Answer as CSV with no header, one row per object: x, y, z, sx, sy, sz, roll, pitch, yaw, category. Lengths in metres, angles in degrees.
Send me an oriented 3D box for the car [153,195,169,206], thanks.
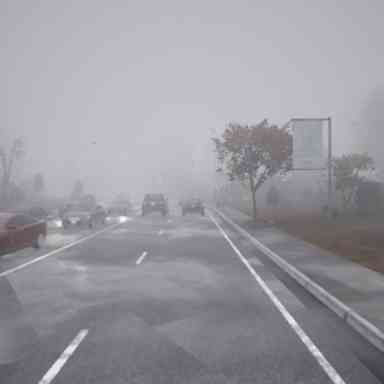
-4.577,1.185,48.114,2.128,1.511,4.902,0,1,-8,car

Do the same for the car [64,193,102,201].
-10.513,1.173,31.170,2.150,2.045,5.566,0,1,0,car

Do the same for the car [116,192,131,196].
-13.450,0.725,65.323,2.097,1.767,4.553,0,1,-27,car

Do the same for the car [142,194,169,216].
-3.432,1.163,31.571,2.150,2.045,5.566,0,0,-1,car

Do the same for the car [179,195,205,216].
0.056,1.289,32.514,2.097,1.767,4.553,0,1,-2,car

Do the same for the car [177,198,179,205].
-1.015,1.200,47.840,2.128,1.511,4.902,0,1,-8,car

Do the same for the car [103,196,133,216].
-7.012,1.440,32.559,1.837,1.490,4.892,0,1,0,car

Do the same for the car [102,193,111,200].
-16.561,0.887,63.720,1.812,1.442,4.674,0,1,-27,car

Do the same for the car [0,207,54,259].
-7.051,1.522,12.036,1.882,1.535,5.008,0,0,0,car

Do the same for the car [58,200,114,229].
-7.002,1.519,22.133,2.128,1.511,4.902,0,0,0,car
